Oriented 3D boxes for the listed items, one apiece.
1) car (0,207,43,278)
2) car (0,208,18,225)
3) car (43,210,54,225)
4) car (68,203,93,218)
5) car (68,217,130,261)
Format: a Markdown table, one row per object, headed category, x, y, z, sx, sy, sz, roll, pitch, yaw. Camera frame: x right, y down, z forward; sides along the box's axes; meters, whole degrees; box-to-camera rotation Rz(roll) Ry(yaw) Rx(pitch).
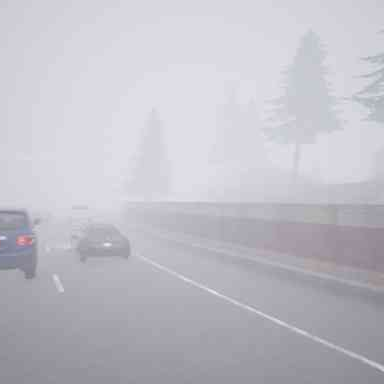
| category | x | y | z | sx | sy | sz | roll | pitch | yaw |
| --- | --- | --- | --- | --- | --- | --- | --- | --- | --- |
| car | -6.234 | 1.473 | 10.770 | 2.150 | 2.045 | 5.566 | 2 | -2 | -26 |
| car | -17.800 | 2.264 | 31.012 | 1.994 | 1.385 | 4.181 | 2 | -2 | -17 |
| car | -14.524 | 2.424 | 32.132 | 1.895 | 1.301 | 4.718 | 2 | -2 | -17 |
| car | -11.683 | 2.218 | 34.934 | 2.150 | 2.045 | 5.566 | 2 | -2 | -16 |
| car | -4.043 | 2.001 | 14.340 | 1.994 | 1.385 | 4.181 | 2 | -2 | -25 |
